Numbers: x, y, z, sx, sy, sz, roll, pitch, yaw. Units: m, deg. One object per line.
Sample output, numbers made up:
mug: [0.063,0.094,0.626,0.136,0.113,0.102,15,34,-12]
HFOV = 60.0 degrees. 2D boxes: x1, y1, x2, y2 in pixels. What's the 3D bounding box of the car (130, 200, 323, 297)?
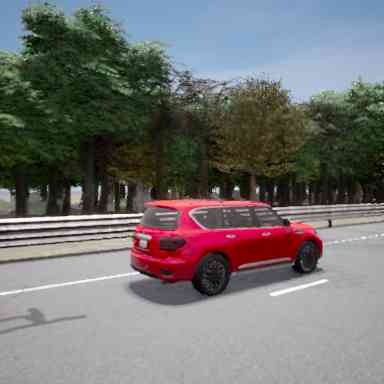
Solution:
car: [1.113,1.223,8.842,5.566,2.045,2.150,0,0,-36]
